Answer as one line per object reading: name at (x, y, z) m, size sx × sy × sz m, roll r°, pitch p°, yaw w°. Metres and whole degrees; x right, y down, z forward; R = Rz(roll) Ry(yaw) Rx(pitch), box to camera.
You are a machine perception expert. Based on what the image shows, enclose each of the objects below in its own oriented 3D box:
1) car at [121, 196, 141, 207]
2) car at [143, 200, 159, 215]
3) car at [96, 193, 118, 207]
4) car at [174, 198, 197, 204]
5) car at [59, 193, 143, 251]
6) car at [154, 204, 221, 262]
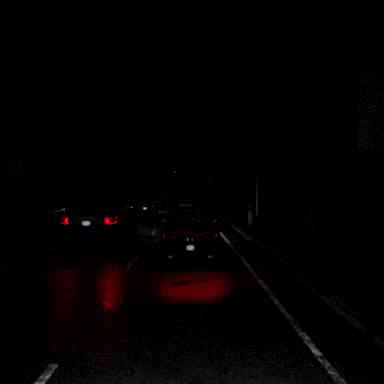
car at (-8.331, 1.278, 45.709) m, size 1.994 × 1.385 × 4.181 m, roll 0°, pitch 0°, yaw -2°
car at (-4.096, 1.372, 30.469) m, size 1.994 × 1.385 × 4.181 m, roll 0°, pitch 0°, yaw -2°
car at (-11.863, 1.060, 46.609) m, size 2.097 × 1.767 × 4.553 m, roll 0°, pitch 1°, yaw -2°
car at (-0.581, 1.301, 30.105) m, size 2.128 × 1.511 × 4.902 m, roll 0°, pitch 0°, yaw -2°
car at (-3.607, 1.133, 13.855) m, size 2.150 × 2.045 × 5.566 m, roll 0°, pitch 0°, yaw -1°
car at (-0.079, 1.402, 11.885) m, size 1.882 × 1.535 × 5.008 m, roll 0°, pitch 0°, yaw -1°
